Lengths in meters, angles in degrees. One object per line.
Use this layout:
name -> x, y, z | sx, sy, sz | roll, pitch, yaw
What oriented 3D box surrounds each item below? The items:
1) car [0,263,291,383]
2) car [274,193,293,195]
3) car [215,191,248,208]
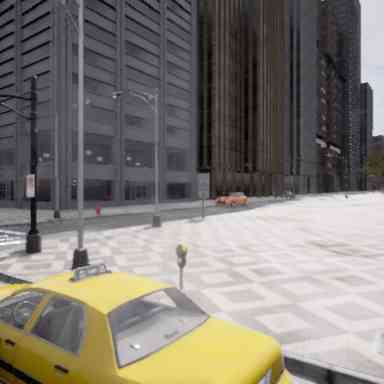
car -> -1.367, 1.531, 3.944 | 4.829, 1.417, 1.752 | 0, 0, 36
car -> 13.845, 0.401, 50.160 | 1.994, 1.385, 4.181 | 0, 1, 36
car -> 4.424, 0.797, 37.215 | 2.097, 1.767, 4.553 | 0, 1, 36
